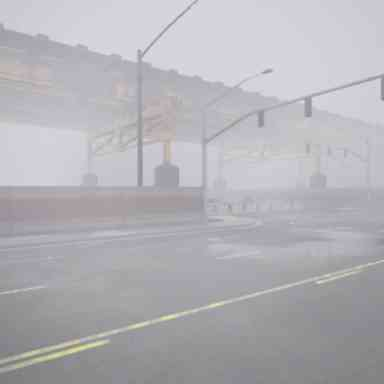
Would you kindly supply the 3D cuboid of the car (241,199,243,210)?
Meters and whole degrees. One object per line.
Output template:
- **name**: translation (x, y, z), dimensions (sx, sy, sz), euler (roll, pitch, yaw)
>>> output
- **car**: translation (2.431, 1.317, 33.775), dimensions (4.974, 1.542, 2.038), euler (0, 0, 8)

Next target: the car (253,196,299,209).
- **car**: translation (10.086, 1.254, 40.220), dimensions (4.974, 1.542, 2.038), euler (0, 0, -7)

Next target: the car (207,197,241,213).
- **car**: translation (2.379, 1.160, 33.781), dimensions (4.536, 1.218, 1.853), euler (0, 0, 8)

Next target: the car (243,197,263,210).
- **car**: translation (6.176, 1.288, 36.460), dimensions (2.038, 1.542, 4.974), euler (0, 0, 18)

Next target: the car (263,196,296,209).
- **car**: translation (10.034, 1.097, 40.213), dimensions (4.536, 1.218, 1.853), euler (0, 0, -7)

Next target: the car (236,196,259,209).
- **car**: translation (6.191, 1.130, 36.509), dimensions (1.853, 1.218, 4.536), euler (0, 0, 18)
